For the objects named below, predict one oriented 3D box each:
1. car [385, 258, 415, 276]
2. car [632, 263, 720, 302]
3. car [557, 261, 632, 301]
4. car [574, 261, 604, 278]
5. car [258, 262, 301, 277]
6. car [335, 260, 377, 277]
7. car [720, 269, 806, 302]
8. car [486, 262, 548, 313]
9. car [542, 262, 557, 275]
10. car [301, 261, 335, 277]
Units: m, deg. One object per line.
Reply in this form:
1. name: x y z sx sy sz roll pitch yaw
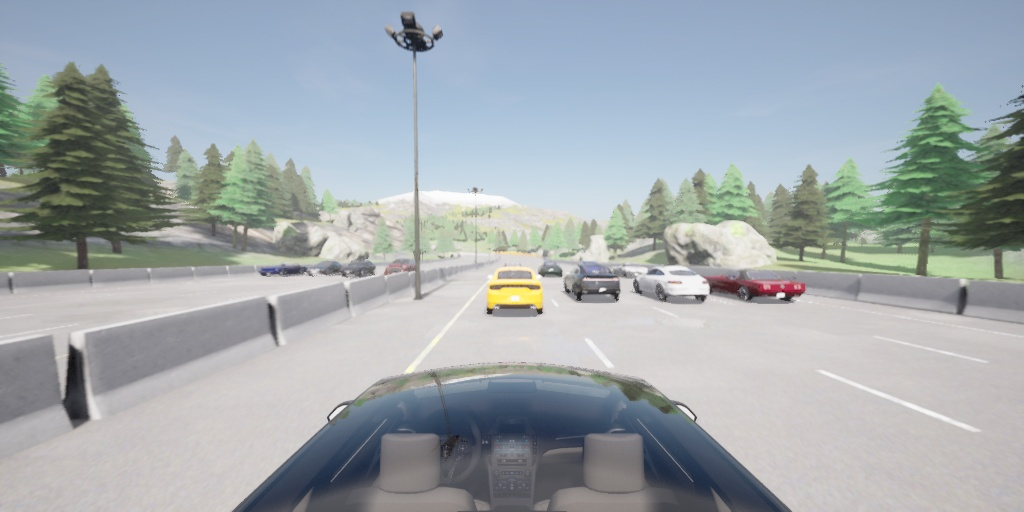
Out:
1. car: -10.608 0.997 34.708 2.097 1.767 4.553 0 0 0
2. car: 7.091 1.177 16.315 1.812 1.442 4.674 0 0 0
3. car: 3.591 1.141 16.695 2.128 1.511 4.902 0 0 0
4. car: 7.082 1.168 33.530 1.812 1.442 4.674 0 0 0
5. car: -21.111 1.241 33.275 1.895 1.301 4.718 0 0 0
6. car: -14.109 1.145 33.250 1.837 1.490 4.892 0 0 0
7. car: 10.591 1.252 16.341 1.895 1.301 4.718 0 0 0
8. car: 0.093 1.141 13.524 1.882 1.535 5.008 0 0 0
9. car: 3.581 1.209 34.241 1.994 1.385 4.181 0 0 0
10. car: -17.608 1.169 34.248 1.812 1.442 4.674 0 0 0
